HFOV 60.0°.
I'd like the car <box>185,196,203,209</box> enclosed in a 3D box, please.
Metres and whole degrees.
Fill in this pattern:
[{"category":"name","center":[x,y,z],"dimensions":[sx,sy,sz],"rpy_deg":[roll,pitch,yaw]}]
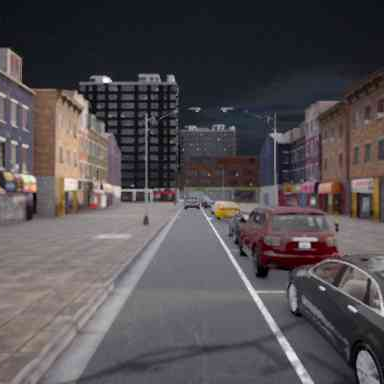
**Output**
[{"category":"car","center":[0.005,1.519,43.775],"dimensions":[2.033,1.411,5.357],"rpy_deg":[0,0,0]}]

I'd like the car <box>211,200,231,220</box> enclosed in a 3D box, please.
[{"category":"car","center":[3.018,1.567,28.907],"dimensions":[1.882,1.535,5.008],"rpy_deg":[0,0,0]}]

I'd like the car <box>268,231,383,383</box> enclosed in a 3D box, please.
[{"category":"car","center":[2.645,1.562,4.726],"dimensions":[2.008,1.369,4.403],"rpy_deg":[1,0,0]}]

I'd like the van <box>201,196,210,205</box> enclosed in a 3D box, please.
[{"category":"van","center":[2.650,1.648,64.936],"dimensions":[1.690,1.788,3.998],"rpy_deg":[0,0,0]}]

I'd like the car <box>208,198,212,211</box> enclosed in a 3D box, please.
[{"category":"car","center":[3.027,1.649,35.907],"dimensions":[1.812,1.442,4.674],"rpy_deg":[0,0,0]}]

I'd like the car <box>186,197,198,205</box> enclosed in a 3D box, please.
[{"category":"car","center":[0.007,1.639,63.977],"dimensions":[2.128,1.511,4.902],"rpy_deg":[0,0,0]}]

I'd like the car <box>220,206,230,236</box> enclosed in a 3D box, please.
[{"category":"car","center":[2.646,1.591,15.673],"dimensions":[2.008,1.369,4.403],"rpy_deg":[1,0,0]}]

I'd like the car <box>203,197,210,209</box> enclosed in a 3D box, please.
[{"category":"car","center":[2.647,1.761,48.513],"dimensions":[1.947,1.339,4.313],"rpy_deg":[0,0,0]}]

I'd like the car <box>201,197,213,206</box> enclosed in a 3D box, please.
[{"category":"car","center":[2.649,1.709,59.461],"dimensions":[1.967,1.590,4.097],"rpy_deg":[0,0,0]}]

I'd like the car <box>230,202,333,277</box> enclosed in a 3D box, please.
[{"category":"car","center":[2.648,1.339,10.201],"dimensions":[2.192,1.841,5.009],"rpy_deg":[1,0,0]}]
